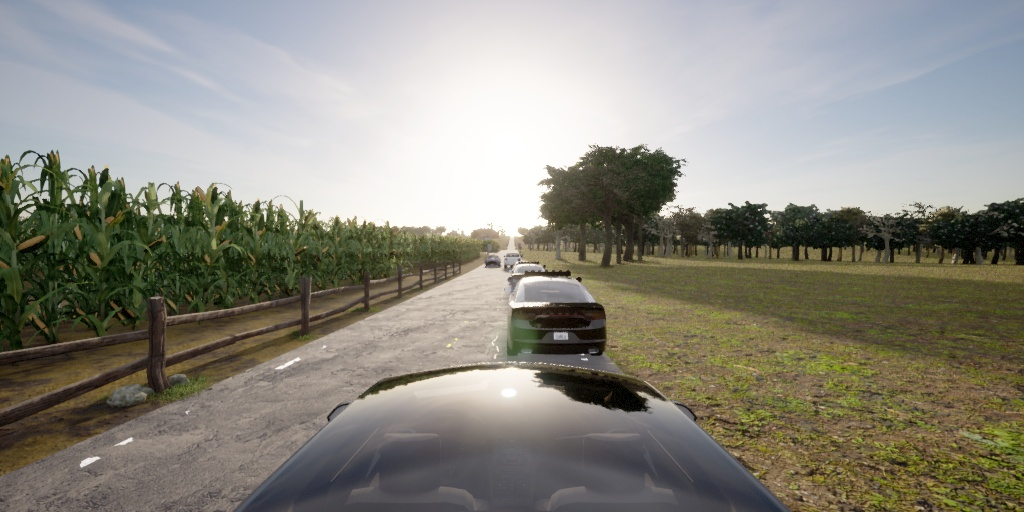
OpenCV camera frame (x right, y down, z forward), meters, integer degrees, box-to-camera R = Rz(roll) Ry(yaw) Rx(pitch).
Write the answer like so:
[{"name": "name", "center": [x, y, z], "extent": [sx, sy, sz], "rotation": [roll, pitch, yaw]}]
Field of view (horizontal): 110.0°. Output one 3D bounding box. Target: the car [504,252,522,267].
[{"name": "car", "center": [0.129, 0.527, 46.116], "extent": [2.150, 2.045, 5.566], "rotation": [0, 1, 1]}]

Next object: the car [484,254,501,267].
[{"name": "car", "center": [-2.638, 0.577, 49.797], "extent": [2.097, 1.767, 4.553], "rotation": [0, 1, 0]}]

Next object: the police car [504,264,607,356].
[{"name": "police car", "center": [0.843, 1.154, 8.721], "extent": [1.930, 1.638, 5.238], "rotation": [0, 0, 0]}]

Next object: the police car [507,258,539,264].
[{"name": "police car", "center": [0.865, 1.090, 18.722], "extent": [1.930, 1.638, 5.238], "rotation": [0, 0, 0]}]
